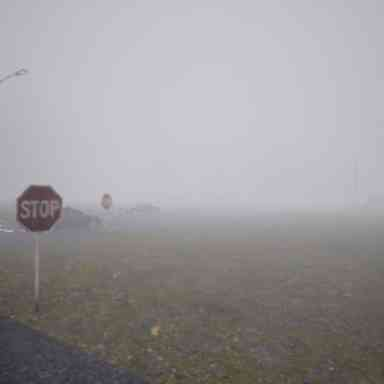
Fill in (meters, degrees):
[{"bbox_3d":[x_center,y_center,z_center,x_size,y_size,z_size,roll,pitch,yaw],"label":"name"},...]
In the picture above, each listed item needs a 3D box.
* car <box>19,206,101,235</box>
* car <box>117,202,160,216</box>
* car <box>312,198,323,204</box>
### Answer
[{"bbox_3d":[-7.718,1.616,19.921,1.837,1.490,4.892,1,0,36],"label":"car"},{"bbox_3d":[-5.556,1.761,34.860,1.895,1.301,4.718,1,0,36],"label":"car"},{"bbox_3d":[33.685,2.426,89.139,1.837,1.490,4.892,1,0,36],"label":"car"}]
